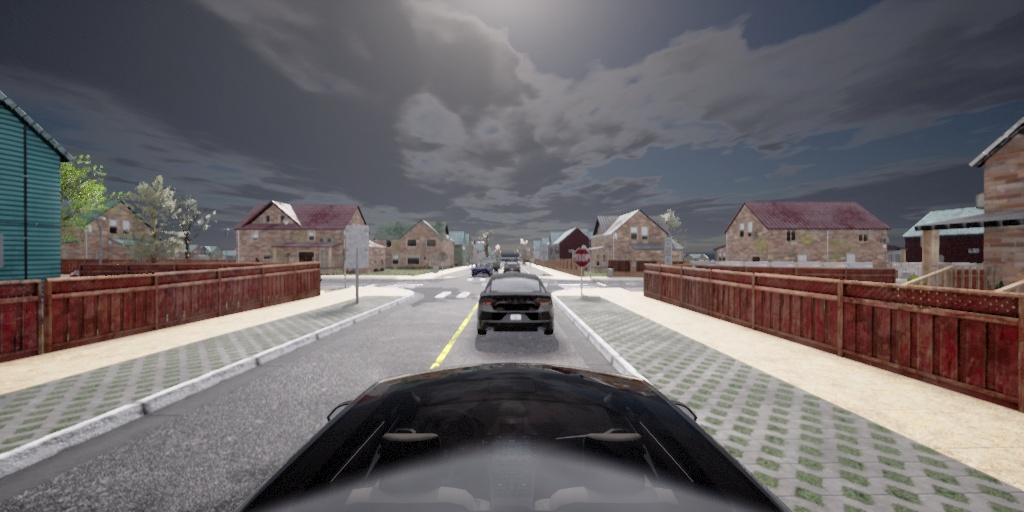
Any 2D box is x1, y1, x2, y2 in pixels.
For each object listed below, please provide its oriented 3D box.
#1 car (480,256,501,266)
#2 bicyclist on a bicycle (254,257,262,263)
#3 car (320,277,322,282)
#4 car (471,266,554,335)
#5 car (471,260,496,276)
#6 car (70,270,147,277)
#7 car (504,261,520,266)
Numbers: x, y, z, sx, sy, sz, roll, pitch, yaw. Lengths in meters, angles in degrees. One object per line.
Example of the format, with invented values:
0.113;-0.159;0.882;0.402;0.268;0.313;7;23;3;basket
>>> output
-2.943;1.016;47.625;2.150;2.045;5.566;0;0;0;car
-20.212;0.928;28.553;0.582;1.620;1.656;0;1;0;bicyclist on a bicycle
-15.078;1.226;22.719;5.357;1.411;2.033;0;0;0;car
0.082;1.219;10.489;1.882;1.535;5.008;0;0;0;car
-2.921;1.359;35.413;1.895;1.301;4.718;0;0;0;car
-25.071;1.196;22.668;4.181;1.385;1.994;0;0;0;car
0.012;1.302;42.536;1.812;1.442;4.674;0;0;0;car
